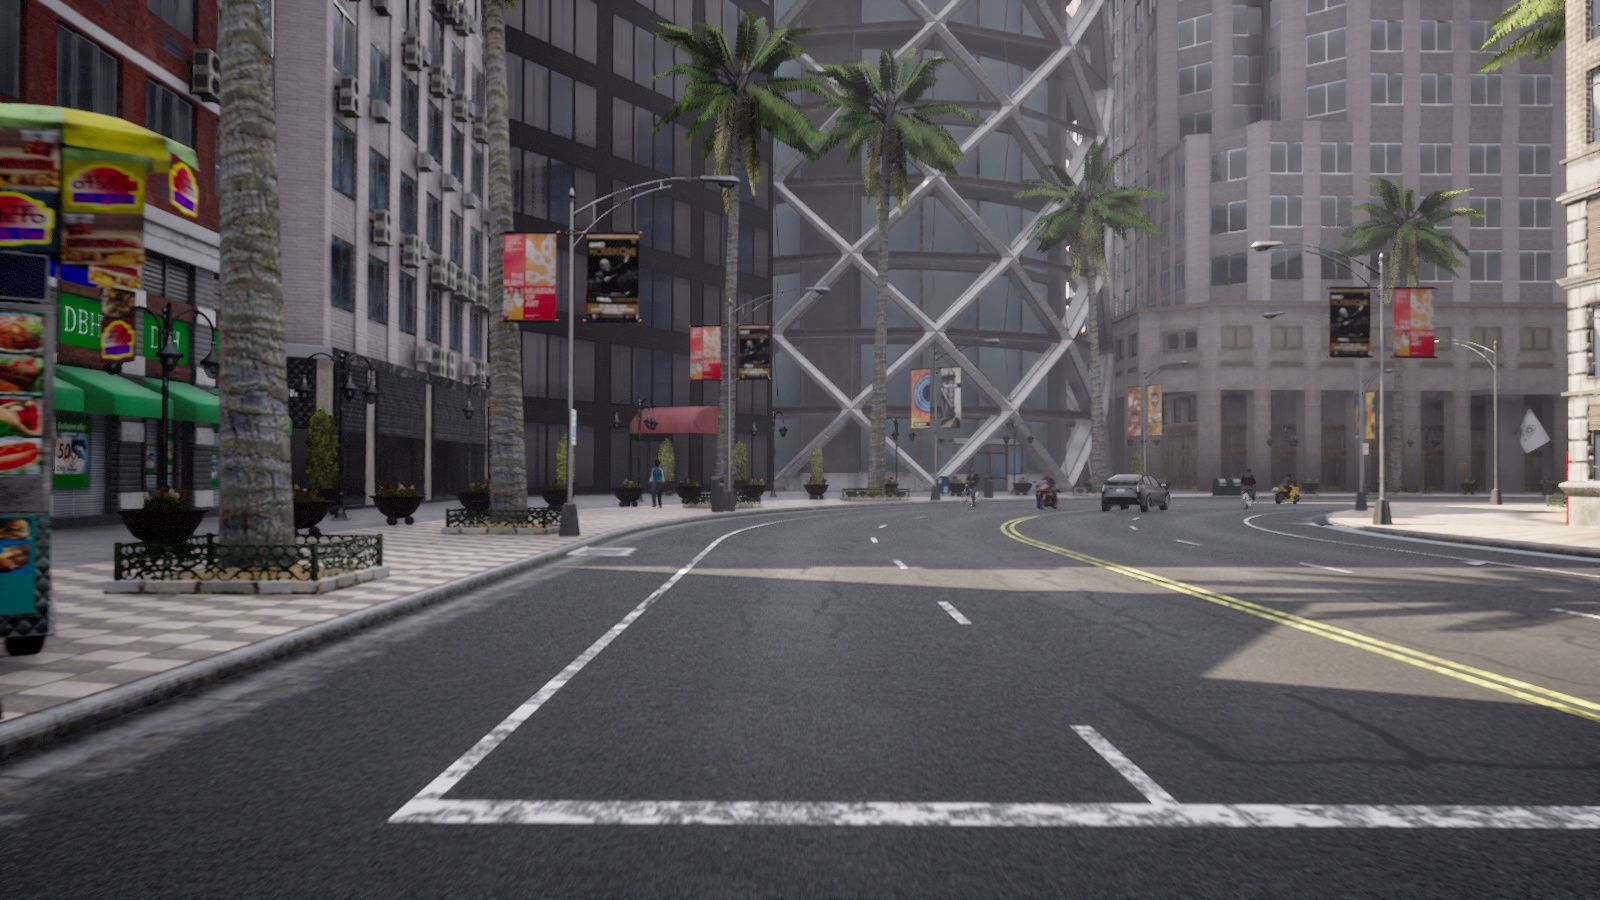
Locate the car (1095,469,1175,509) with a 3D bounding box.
[{"bbox_3d":[13.609,1.559,50.907,2.007,1.525,4.514,-1,-1,30],"label":"car"}]

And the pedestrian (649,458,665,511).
[{"bbox_3d":[-5.286,1.272,46.530,0.396,1.930,0.692,0,-1,10],"label":"pedestrian"}]

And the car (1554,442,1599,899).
[{"bbox_3d":[3.495,0.759,1.674,2.033,1.649,4.856,0,-1,0],"label":"car"}]

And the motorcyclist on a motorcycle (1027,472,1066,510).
[{"bbox_3d":[10.256,1.682,52.189,0.866,1.530,2.191,-1,-1,32],"label":"motorcyclist on a motorcycle"}]

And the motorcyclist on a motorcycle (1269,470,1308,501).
[{"bbox_3d":[24.166,1.741,62.151,2.044,1.523,0.797,0,-1,-35],"label":"motorcyclist on a motorcycle"}]
